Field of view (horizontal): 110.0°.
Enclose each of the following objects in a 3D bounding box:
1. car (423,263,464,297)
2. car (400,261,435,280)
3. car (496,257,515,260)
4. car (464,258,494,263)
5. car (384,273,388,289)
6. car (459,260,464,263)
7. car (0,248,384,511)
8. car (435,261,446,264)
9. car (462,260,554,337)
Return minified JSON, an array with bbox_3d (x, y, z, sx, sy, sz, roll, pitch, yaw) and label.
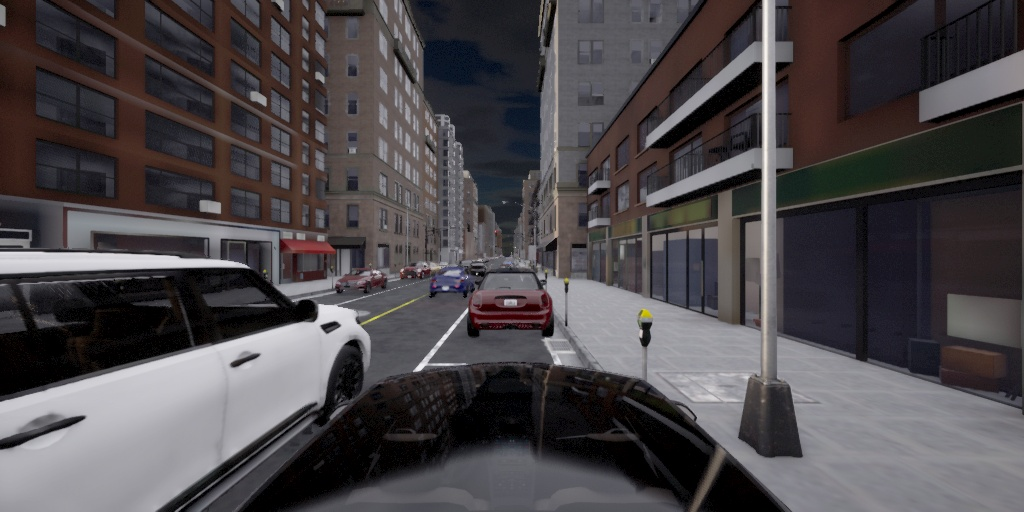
[{"bbox_3d":[-2.992,1.275,18.575,1.812,1.442,4.674,0,0,1],"label":"car"},{"bbox_3d":[-8.408,1.190,31.425,1.967,1.591,4.097,0,0,0],"label":"car"},{"bbox_3d":[-0.383,1.190,36.951,1.967,1.591,4.097,0,0,0],"label":"car"},{"bbox_3d":[-2.997,1.257,33.181,1.837,1.490,4.892,0,1,1],"label":"car"},{"bbox_3d":[-8.408,1.332,20.388,1.802,1.307,4.207,0,0,0],"label":"car"},{"bbox_3d":[-5.791,1.257,44.224,1.837,1.490,4.892,0,-1,0],"label":"car"},{"bbox_3d":[-3.020,0.974,2.557,2.150,2.045,5.566,0,0,0],"label":"car"},{"bbox_3d":[-8.408,1.275,36.773,1.751,1.417,4.829,0,0,0],"label":"car"},{"bbox_3d":[-0.033,1.103,10.470,2.097,1.767,4.553,0,0,0],"label":"car"}]
